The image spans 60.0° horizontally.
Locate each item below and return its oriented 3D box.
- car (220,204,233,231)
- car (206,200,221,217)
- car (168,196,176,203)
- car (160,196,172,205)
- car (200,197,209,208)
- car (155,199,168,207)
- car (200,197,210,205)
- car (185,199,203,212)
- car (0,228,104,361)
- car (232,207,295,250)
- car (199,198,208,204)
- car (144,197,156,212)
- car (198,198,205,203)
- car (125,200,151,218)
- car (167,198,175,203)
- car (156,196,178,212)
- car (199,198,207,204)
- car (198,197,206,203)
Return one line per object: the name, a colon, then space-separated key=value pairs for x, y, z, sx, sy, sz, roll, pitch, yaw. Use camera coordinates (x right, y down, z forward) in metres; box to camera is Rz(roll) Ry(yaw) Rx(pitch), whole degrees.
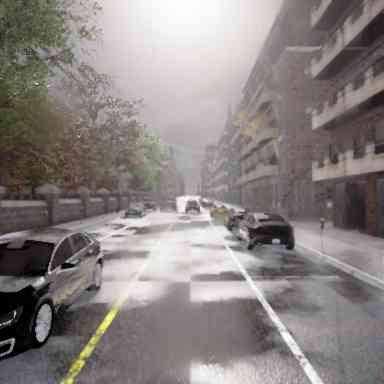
car: x=3.152 y=1.690 z=21.874 sx=1.812 sy=1.442 sz=4.674 roll=0 pitch=0 yaw=0
car: x=2.709 y=1.780 z=33.936 sx=1.752 sy=1.417 sz=4.829 roll=1 pitch=0 yaw=0
car: x=-5.657 y=2.025 z=94.525 sx=2.192 sy=1.841 sz=5.009 roll=1 pitch=0 yaw=0
car: x=-5.660 y=1.858 z=72.433 sx=2.192 sy=1.841 sz=5.009 roll=1 pitch=0 yaw=0
car: x=2.712 y=1.985 z=55.858 sx=1.947 sy=1.339 sz=4.313 roll=1 pitch=0 yaw=0
car: x=-5.667 y=2.027 z=61.384 sx=1.947 sy=1.339 sz=4.313 roll=1 pitch=0 yaw=0
car: x=2.717 y=1.983 z=72.430 sx=1.967 sy=1.590 sz=4.097 roll=1 pitch=0 yaw=0
car: x=0.094 y=1.926 z=43.364 sx=1.895 sy=1.301 sz=4.718 roll=0 pitch=-1 yaw=0
car: x=-3.086 y=1.547 z=6.397 sx=1.837 sy=1.490 sz=4.892 roll=0 pitch=1 yaw=0
car: x=3.148 y=1.616 z=14.873 sx=1.837 sy=1.490 sz=4.892 roll=0 pitch=0 yaw=0
car: x=2.716 y=2.129 z=77.951 sx=1.887 sy=1.381 sz=4.507 roll=1 pitch=0 yaw=0
car: x=-5.665 y=1.652 z=44.816 sx=2.192 sy=1.841 sz=5.009 roll=1 pitch=0 yaw=0
car: x=2.718 y=2.291 z=94.522 sx=1.802 sy=1.307 sz=4.206 roll=1 pitch=0 yaw=0
car: x=-5.671 y=1.805 z=33.767 sx=2.008 sy=1.369 sz=4.403 roll=1 pitch=0 yaw=0
car: x=-5.662 y=2.213 z=89.000 sx=1.887 sy=1.381 sz=4.507 roll=1 pitch=0 yaw=0
car: x=-3.069 y=1.556 z=44.223 sx=2.150 sy=2.045 sz=5.566 roll=0 pitch=-1 yaw=0
car: x=2.717 y=2.153 z=83.646 sx=1.752 sy=1.417 sz=4.829 roll=1 pitch=0 yaw=0
car: x=2.720 y=2.108 z=89.000 sx=1.967 sy=1.590 sz=4.097 roll=1 pitch=0 yaw=0
